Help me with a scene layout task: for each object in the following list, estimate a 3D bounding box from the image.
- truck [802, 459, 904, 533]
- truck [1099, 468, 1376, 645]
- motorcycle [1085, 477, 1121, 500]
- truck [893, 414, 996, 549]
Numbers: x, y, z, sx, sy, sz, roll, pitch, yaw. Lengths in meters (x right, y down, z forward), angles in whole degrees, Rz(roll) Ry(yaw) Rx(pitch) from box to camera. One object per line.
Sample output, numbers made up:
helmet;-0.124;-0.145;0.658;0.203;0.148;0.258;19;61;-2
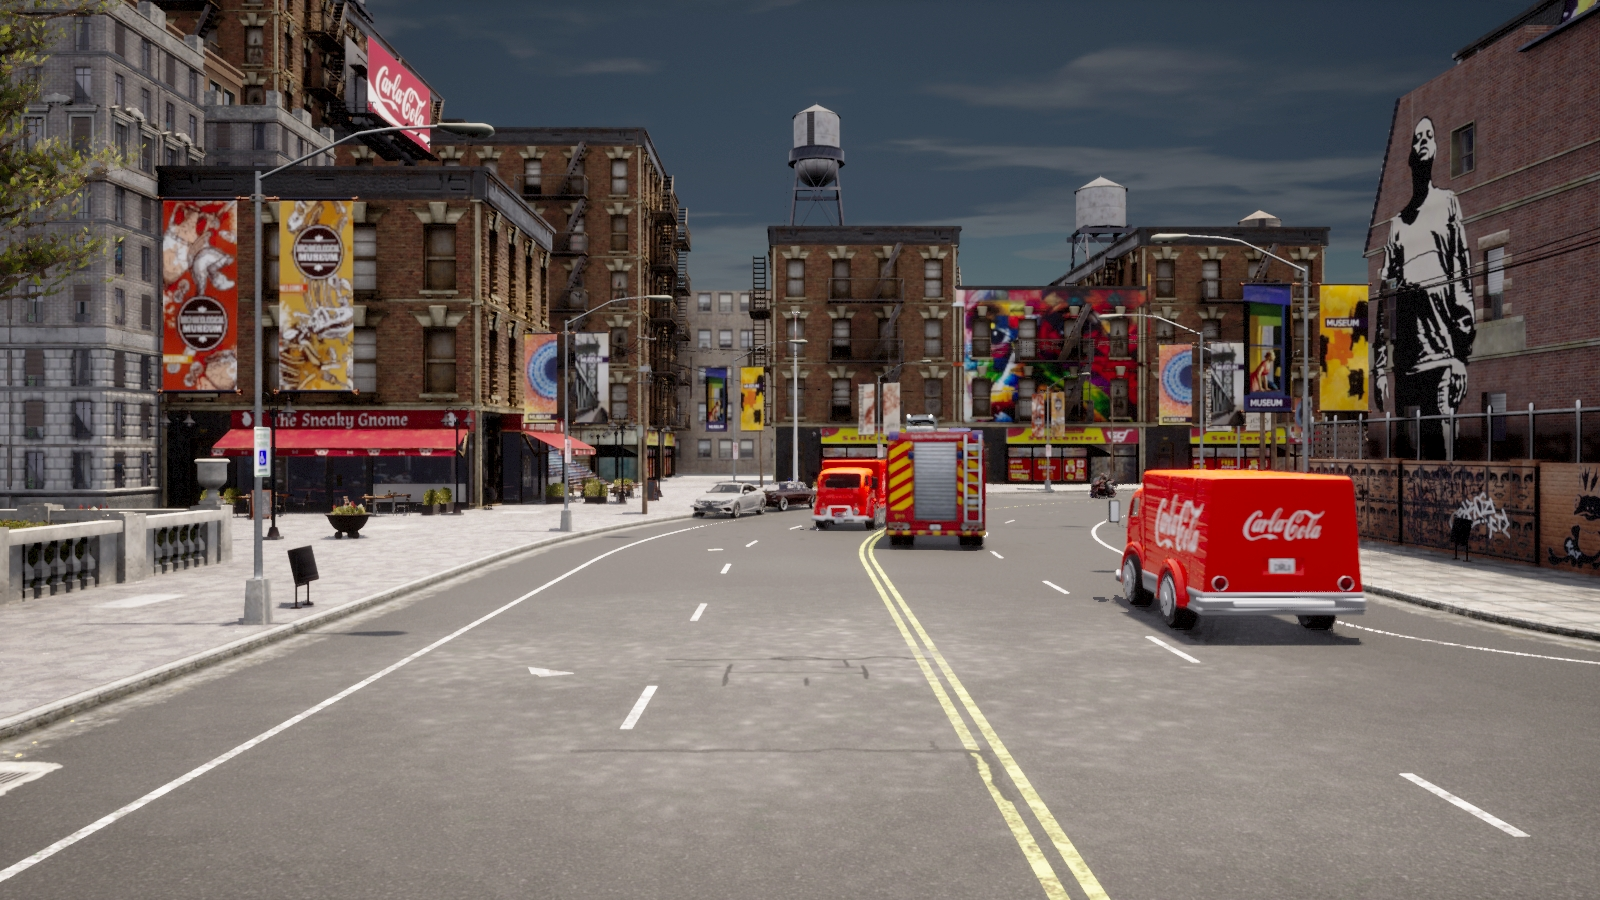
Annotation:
truck;2.022;1.584;41.645;2.627;2.467;5.204;0;0;15
truck;6.996;1.576;19.082;2.627;2.467;5.204;0;0;0
motorcycle;17.562;2.231;66.225;2.209;1.251;0.867;0;0;-37
truck;4.719;0.905;36.779;2.891;3.827;8.468;0;0;8
